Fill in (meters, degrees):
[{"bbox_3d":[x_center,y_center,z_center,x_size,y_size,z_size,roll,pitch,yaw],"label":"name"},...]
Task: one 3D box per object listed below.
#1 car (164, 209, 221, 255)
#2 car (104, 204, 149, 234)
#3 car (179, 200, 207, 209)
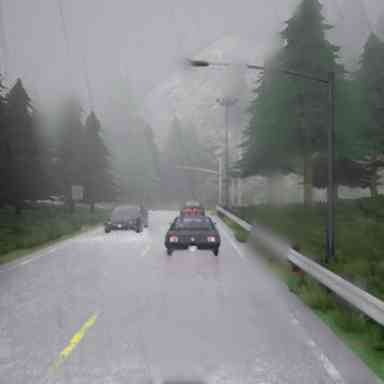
[{"bbox_3d":[0.039,1.557,13.041,1.895,1.301,4.718,0,0,1],"label":"car"},{"bbox_3d":[-3.569,1.444,18.844,1.837,1.490,4.892,0,0,0],"label":"car"},{"bbox_3d":[0.059,1.419,25.874,1.837,1.490,4.892,0,0,1],"label":"car"}]
